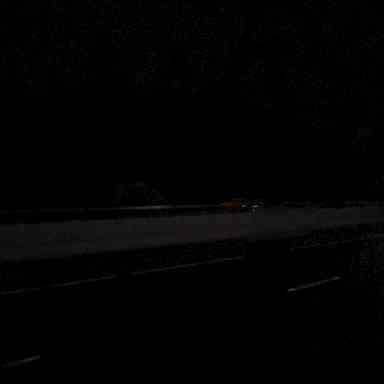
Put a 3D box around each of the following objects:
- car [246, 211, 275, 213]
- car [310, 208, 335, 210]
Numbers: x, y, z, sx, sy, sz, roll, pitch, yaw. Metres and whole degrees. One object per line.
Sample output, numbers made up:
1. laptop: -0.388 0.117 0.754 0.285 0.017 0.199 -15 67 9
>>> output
1. car: 7.455 1.381 34.877 4.553 1.767 2.097 0 0 -34
2. car: 14.711 1.529 35.430 4.902 1.511 2.128 0 0 -32
